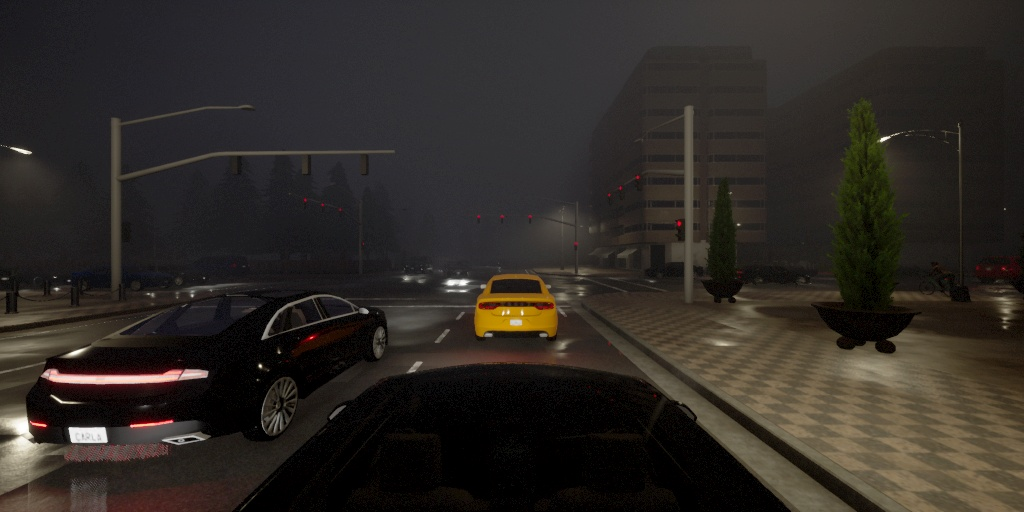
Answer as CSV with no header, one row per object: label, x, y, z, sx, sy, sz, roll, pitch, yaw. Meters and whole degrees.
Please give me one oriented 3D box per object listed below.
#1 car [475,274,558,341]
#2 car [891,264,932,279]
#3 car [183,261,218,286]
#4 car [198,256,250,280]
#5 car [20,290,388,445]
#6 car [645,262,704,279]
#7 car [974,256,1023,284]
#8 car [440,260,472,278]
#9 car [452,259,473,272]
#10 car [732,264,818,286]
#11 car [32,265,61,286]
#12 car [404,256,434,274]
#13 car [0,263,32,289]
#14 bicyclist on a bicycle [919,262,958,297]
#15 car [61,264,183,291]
car,0.104,1.228,9.922,1.882,1.535,5.008,0,0,0
car,34.915,1.406,32.560,4.718,1.301,1.895,0,0,0
car,-24.023,1.310,25.209,4.892,1.490,1.837,0,0,1
car,-26.747,1.027,32.266,5.566,2.045,2.150,0,0,2
car,-3.424,1.242,5.339,2.128,1.511,4.902,0,0,0
car,14.639,1.283,32.510,5.008,1.535,1.882,0,0,0
car,36.399,1.028,25.380,5.566,2.045,2.150,0,0,0
car,-5.495,1.276,34.121,2.128,1.511,4.902,0,0,-18
car,-6.669,1.228,48.409,1.882,1.535,5.008,0,1,3
car,18.244,1.309,25.347,4.892,1.490,1.837,0,0,0
car,-33.765,1.353,25.168,5.357,1.411,2.033,0,0,0
car,-10.438,0.971,40.574,2.150,2.045,5.566,0,0,1
car,-33.373,1.027,21.671,5.566,2.045,2.150,0,0,0
bicyclist on a bicycle,20.283,1.106,17.043,0.582,1.620,1.656,0,0,0
car,-23.438,1.283,21.699,5.008,1.535,1.882,0,0,0
